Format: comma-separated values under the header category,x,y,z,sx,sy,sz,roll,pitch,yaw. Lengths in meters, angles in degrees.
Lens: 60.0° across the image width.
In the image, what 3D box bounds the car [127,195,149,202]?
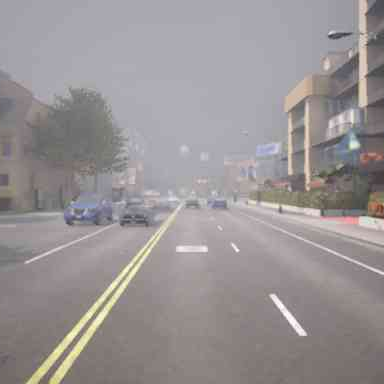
category,x,y,z,sx,sy,sz,roll,pitch,yaw
car,-7.127,1.444,42.506,1.882,1.535,5.008,0,0,0

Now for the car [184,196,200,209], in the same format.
category,x,y,z,sx,sy,sz,roll,pitch,yaw
car,0.045,1.470,45.003,1.837,1.490,4.892,0,0,0

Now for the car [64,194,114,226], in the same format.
category,x,y,z,sx,sy,sz,roll,pitch,yaw
car,-7.122,1.204,23.642,2.150,2.045,5.566,0,0,0

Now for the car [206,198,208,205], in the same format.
category,x,y,z,sx,sy,sz,roll,pitch,yaw
car,3.444,1.460,55.967,1.837,1.490,4.892,0,0,0

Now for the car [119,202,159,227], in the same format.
category,x,y,z,sx,sy,sz,roll,pitch,yaw
car,-3.619,1.583,22.667,1.895,1.301,4.718,0,0,0

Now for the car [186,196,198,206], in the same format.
category,x,y,z,sx,sy,sz,roll,pitch,yaw
car,-0.056,1.433,55.804,1.882,1.535,5.008,0,0,0

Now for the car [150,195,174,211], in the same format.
category,x,y,z,sx,sy,sz,roll,pitch,yaw
car,-3.631,1.493,40.944,1.812,1.442,4.674,0,0,0

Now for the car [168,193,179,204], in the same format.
category,x,y,z,sx,sy,sz,roll,pitch,yaw
car,-3.568,1.477,62.941,1.812,1.442,4.674,0,0,0

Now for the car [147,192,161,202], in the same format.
category,x,y,z,sx,sy,sz,roll,pitch,yaw
car,-7.064,1.309,63.379,2.097,1.767,4.553,0,0,0

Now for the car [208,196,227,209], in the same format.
category,x,y,z,sx,sy,sz,roll,pitch,yaw
car,3.545,1.442,43.824,1.882,1.535,5.008,0,0,0
